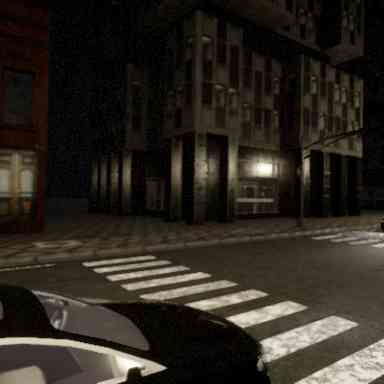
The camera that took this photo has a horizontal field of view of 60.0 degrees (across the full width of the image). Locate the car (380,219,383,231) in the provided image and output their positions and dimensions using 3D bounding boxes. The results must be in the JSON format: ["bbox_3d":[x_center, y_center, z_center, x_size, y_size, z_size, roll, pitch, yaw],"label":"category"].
[{"bbox_3d":[14.199,1.842,21.776,4.674,1.442,1.812,1,-1,-35],"label":"car"}]

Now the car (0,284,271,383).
[{"bbox_3d":[-1.488,1.493,2.377,4.902,1.511,2.128,1,-1,-36],"label":"car"}]
